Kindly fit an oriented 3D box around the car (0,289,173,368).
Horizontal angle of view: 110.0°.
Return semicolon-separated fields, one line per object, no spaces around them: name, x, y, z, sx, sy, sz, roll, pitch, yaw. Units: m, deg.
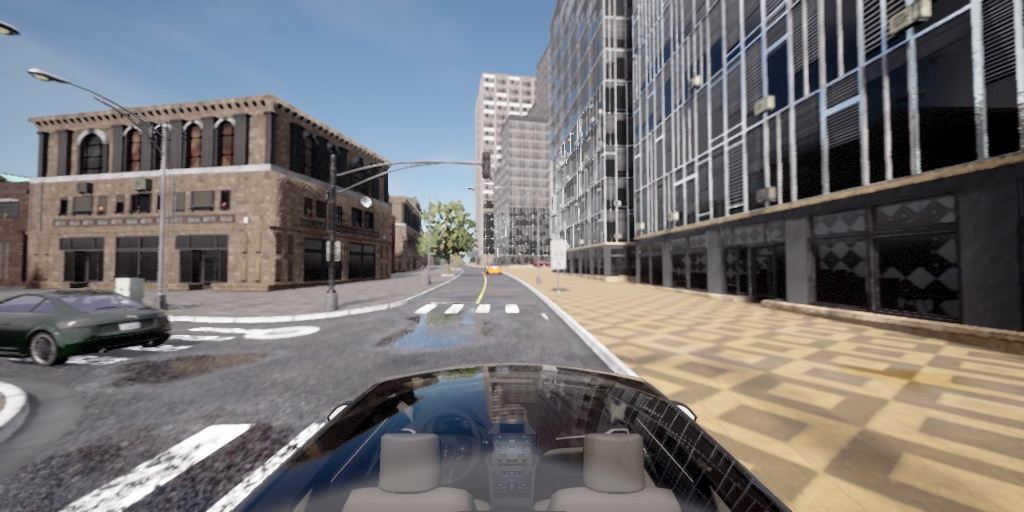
car;-9.935;1.440;7.860;4.181;1.385;1.994;0;-2;11

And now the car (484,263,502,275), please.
car;-2.673;1.788;52.535;2.097;1.767;4.553;0;-1;-6
